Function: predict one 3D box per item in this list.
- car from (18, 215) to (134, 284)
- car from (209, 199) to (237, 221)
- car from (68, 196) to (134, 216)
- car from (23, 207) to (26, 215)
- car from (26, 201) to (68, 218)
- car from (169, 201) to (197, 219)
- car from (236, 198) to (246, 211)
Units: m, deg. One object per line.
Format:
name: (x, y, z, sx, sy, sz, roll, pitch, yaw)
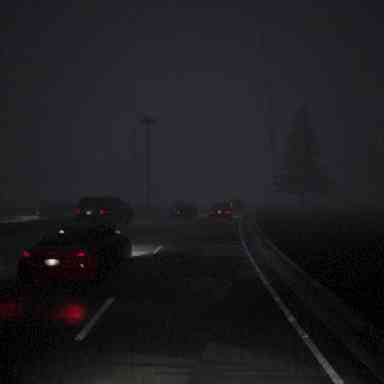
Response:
car: (-3.127, 1.598, 9.699, 1.994, 1.385, 4.181, 0, 0, 3)
car: (2.536, 1.616, 28.330, 2.033, 1.411, 5.357, 0, 0, 9)
car: (-5.534, 1.294, 21.644, 2.150, 2.045, 5.566, 0, 0, 7)
car: (-15.826, 1.662, 35.671, 1.812, 1.442, 4.674, 0, 0, 18)
car: (-13.210, 1.613, 32.417, 2.128, 1.511, 4.902, 0, 0, 18)
car: (-0.714, 1.560, 30.137, 1.882, 1.535, 5.008, 0, 0, 10)
car: (5.649, 1.600, 42.182, 1.837, 1.490, 4.892, 0, -1, 14)
